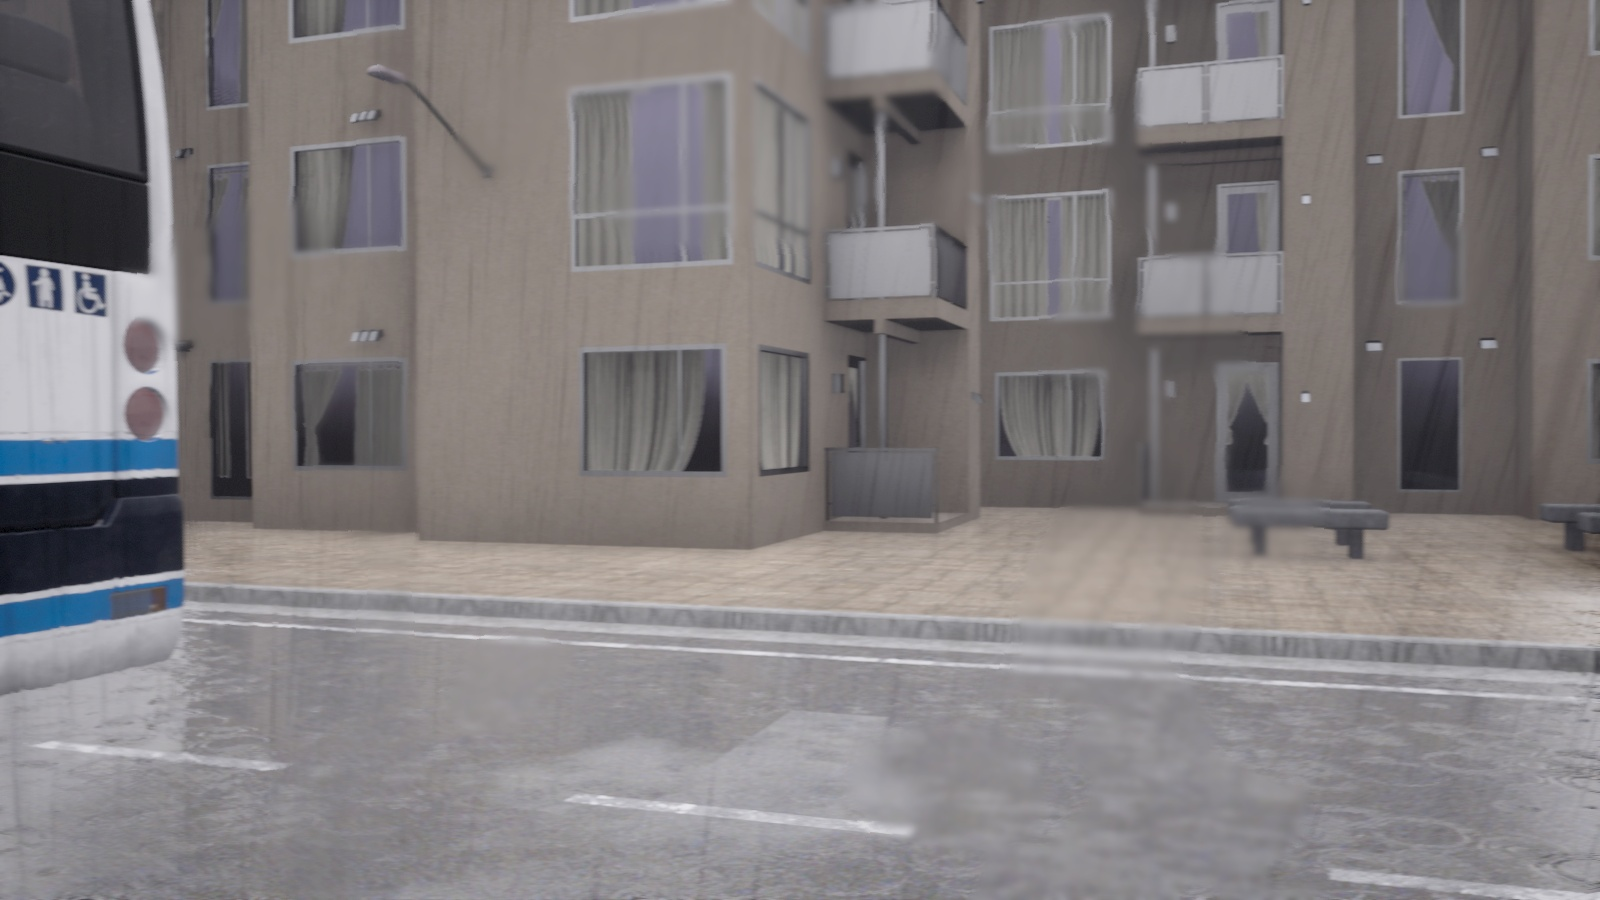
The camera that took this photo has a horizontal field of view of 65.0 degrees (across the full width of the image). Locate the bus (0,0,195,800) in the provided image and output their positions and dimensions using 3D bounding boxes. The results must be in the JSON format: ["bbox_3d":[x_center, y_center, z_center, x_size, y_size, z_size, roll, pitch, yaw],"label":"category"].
[{"bbox_3d":[-8.528,-0.679,6.043,10.273,4.253,3.944,1,1,19],"label":"bus"}]
